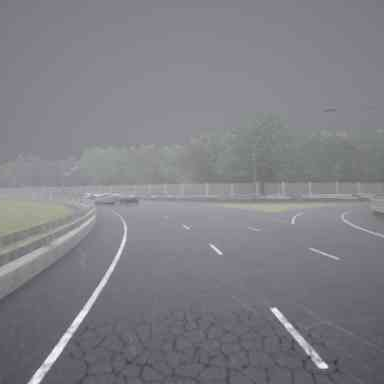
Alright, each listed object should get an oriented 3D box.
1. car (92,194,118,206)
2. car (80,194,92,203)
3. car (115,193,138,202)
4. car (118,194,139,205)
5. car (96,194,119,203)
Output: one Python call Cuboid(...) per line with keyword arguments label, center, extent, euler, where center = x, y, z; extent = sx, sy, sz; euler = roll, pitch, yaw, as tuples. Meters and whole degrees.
Cuboid(label="car", center=(-12.635, 1.221, 48.124), extent=(1.994, 1.385, 4.181), euler=(-1, 1, -28))
Cuboid(label="car", center=(-17.759, 1.141, 56.493), extent=(1.812, 1.442, 4.674), euler=(-1, 1, -37))
Cuboid(label="car", center=(-11.985, 1.038, 60.450), extent=(2.128, 1.511, 4.902), euler=(-1, 1, -37))
Cuboid(label="car", center=(-9.508, 1.103, 49.690), extent=(1.882, 1.535, 5.008), euler=(-1, 1, -28))
Cuboid(label="car", center=(-14.872, 1.129, 58.472), extent=(2.033, 1.411, 5.357), euler=(-1, 1, -37))
